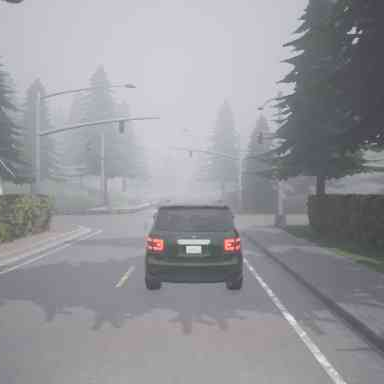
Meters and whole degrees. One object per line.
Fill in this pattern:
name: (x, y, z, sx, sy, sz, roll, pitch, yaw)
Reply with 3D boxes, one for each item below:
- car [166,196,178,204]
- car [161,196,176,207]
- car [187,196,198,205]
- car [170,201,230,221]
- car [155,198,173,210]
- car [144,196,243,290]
car: (-3.843, 1.492, 62.786, 2.128, 1.511, 4.902, 0, 0, -5)
car: (-3.658, 1.491, 52.418, 2.128, 1.511, 4.902, 0, 0, 0)
car: (0.005, 1.525, 58.783, 1.812, 1.442, 4.674, 0, 0, -1)
car: (0.677, 1.517, 27.528, 4.674, 1.442, 1.812, 0, -1, -29)
car: (-3.644, 1.563, 43.611, 1.994, 1.385, 4.181, 0, 0, 0)
car: (0.052, 1.221, 9.208, 2.150, 2.045, 5.566, 0, 0, 0)
